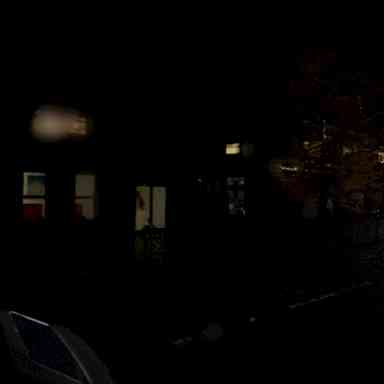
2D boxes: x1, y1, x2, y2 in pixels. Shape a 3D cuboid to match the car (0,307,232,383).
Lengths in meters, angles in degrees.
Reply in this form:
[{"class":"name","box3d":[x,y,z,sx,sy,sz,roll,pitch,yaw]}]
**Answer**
[{"class":"car","box3d":[-2.085,1.602,1.875,4.718,1.301,1.895,0,0,-35]}]
